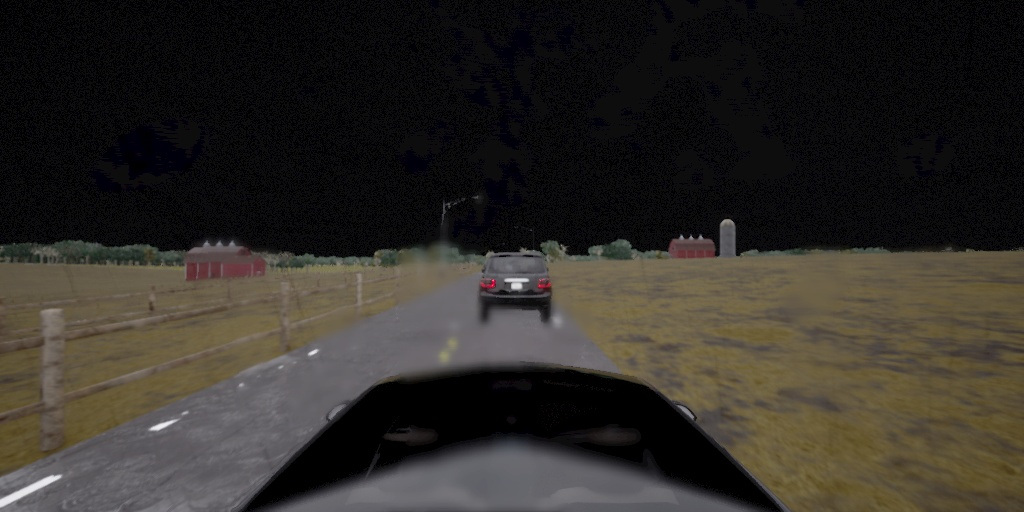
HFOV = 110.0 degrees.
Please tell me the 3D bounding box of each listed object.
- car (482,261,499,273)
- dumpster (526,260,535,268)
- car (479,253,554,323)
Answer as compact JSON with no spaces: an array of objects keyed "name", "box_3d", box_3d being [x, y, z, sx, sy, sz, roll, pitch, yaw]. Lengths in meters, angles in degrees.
[{"name":"car","box_3d":[-2.731,1.425,46.904,1.994,1.385,4.181,0,0,0]},{"name":"dumpster","box_3d":[3.252,1.343,58.098,1.020,1.700,1.940,0,0,0]},{"name":"car","box_3d":[0.108,0.963,12.272,2.150,2.045,5.566,0,-1,0]}]
